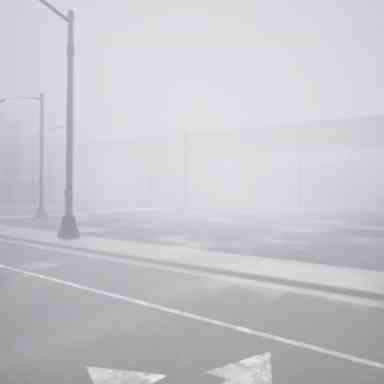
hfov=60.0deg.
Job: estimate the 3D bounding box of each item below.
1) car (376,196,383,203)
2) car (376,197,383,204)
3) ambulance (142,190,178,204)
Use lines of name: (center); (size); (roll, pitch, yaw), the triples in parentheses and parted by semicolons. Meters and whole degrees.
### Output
car: (39.715, 1.590, 68.102); (1.853, 1.218, 4.536); (1, 1, 6)
car: (39.708, 1.748, 68.052); (2.038, 1.542, 4.974); (1, 1, 6)
ambulance: (-5.591, 0.846, 58.244); (6.366, 2.431, 2.351); (0, 1, -40)
